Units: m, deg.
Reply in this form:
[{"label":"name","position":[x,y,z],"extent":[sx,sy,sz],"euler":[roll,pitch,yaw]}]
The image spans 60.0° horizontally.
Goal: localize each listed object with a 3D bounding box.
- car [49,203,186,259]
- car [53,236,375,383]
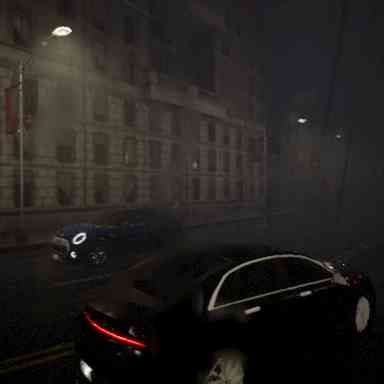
[{"label":"car","position":[-2.394,1.318,11.404],"extent":[4.553,1.767,2.097],"euler":[-1,0,-43]},{"label":"car","position":[0.846,1.480,4.804],"extent":[4.892,1.490,1.837],"euler":[-1,0,-38]}]
